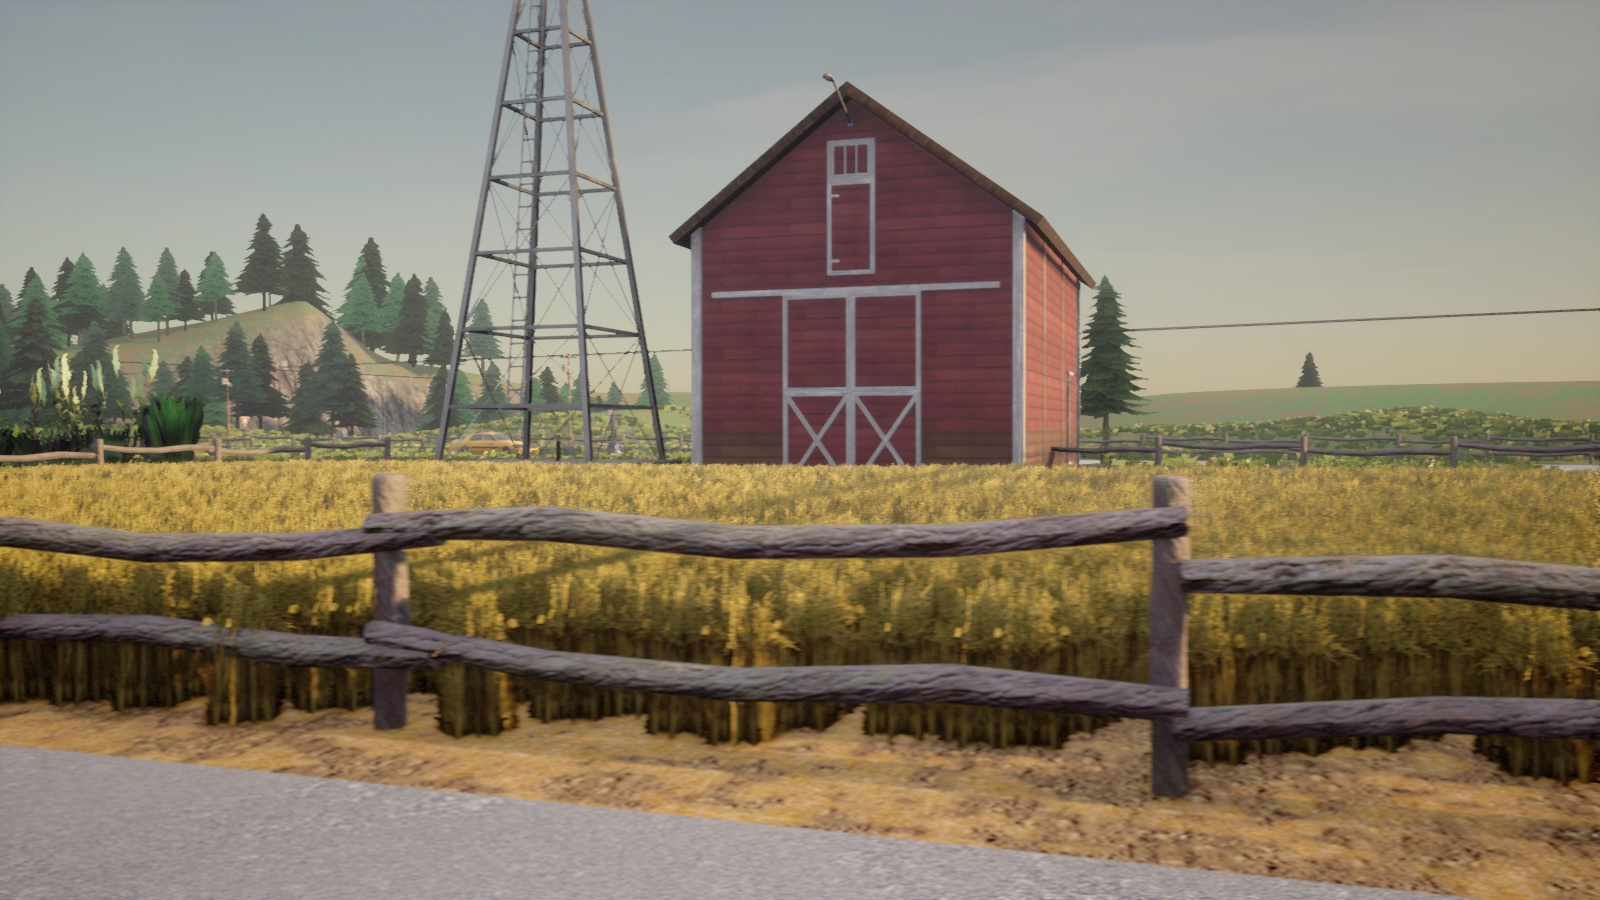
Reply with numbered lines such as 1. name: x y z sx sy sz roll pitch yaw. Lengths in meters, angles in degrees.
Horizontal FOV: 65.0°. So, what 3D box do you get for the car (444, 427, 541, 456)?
1. car: -17.394 -0.499 71.035 5.366 1.575 1.801 1 1 24
